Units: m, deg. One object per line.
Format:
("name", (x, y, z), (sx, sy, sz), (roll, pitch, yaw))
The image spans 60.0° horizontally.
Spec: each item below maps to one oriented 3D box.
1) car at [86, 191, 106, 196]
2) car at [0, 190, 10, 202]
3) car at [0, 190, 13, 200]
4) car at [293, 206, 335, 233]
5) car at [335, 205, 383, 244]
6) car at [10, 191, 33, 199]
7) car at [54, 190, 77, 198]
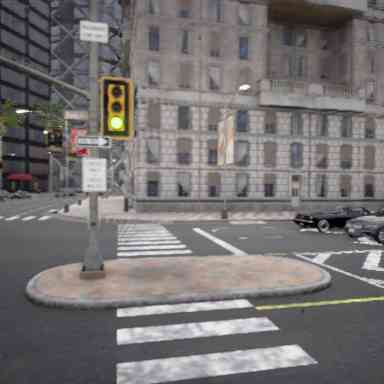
("car", (-20.906, 0.030, 72.520), (2.097, 1.767, 4.553), (1, 1, 25))
("car", (-26.208, 0.592, 44.092), (1.837, 1.490, 4.892), (0, 1, -12))
("car", (-31.112, 0.388, 53.613), (2.128, 1.511, 4.902), (0, 1, -3))
("car", (7.878, 1.373, 17.767), (4.718, 1.301, 1.895), (0, 1, -13))
("car", (8.967, 1.360, 14.424), (4.674, 1.442, 1.812), (0, 1, -13))
("car", (-27.621, 0.482, 54.020), (1.994, 1.385, 4.181), (0, 1, -3))
("car", (-23.666, 0.362, 62.440), (2.033, 1.411, 5.357), (1, 1, 10))
